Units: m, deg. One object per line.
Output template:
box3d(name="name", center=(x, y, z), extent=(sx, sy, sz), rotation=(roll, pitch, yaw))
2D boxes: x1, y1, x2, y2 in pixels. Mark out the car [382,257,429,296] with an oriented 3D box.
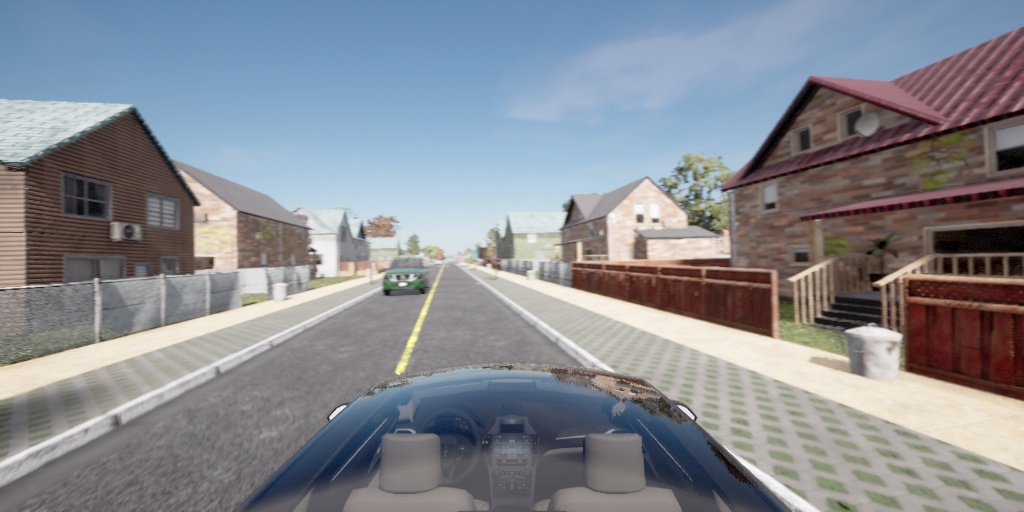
box3d(name="car", center=(-6.029, 1.081, 20.883), extent=(2.150, 2.045, 5.566), rotation=(-2, 0, -10))
